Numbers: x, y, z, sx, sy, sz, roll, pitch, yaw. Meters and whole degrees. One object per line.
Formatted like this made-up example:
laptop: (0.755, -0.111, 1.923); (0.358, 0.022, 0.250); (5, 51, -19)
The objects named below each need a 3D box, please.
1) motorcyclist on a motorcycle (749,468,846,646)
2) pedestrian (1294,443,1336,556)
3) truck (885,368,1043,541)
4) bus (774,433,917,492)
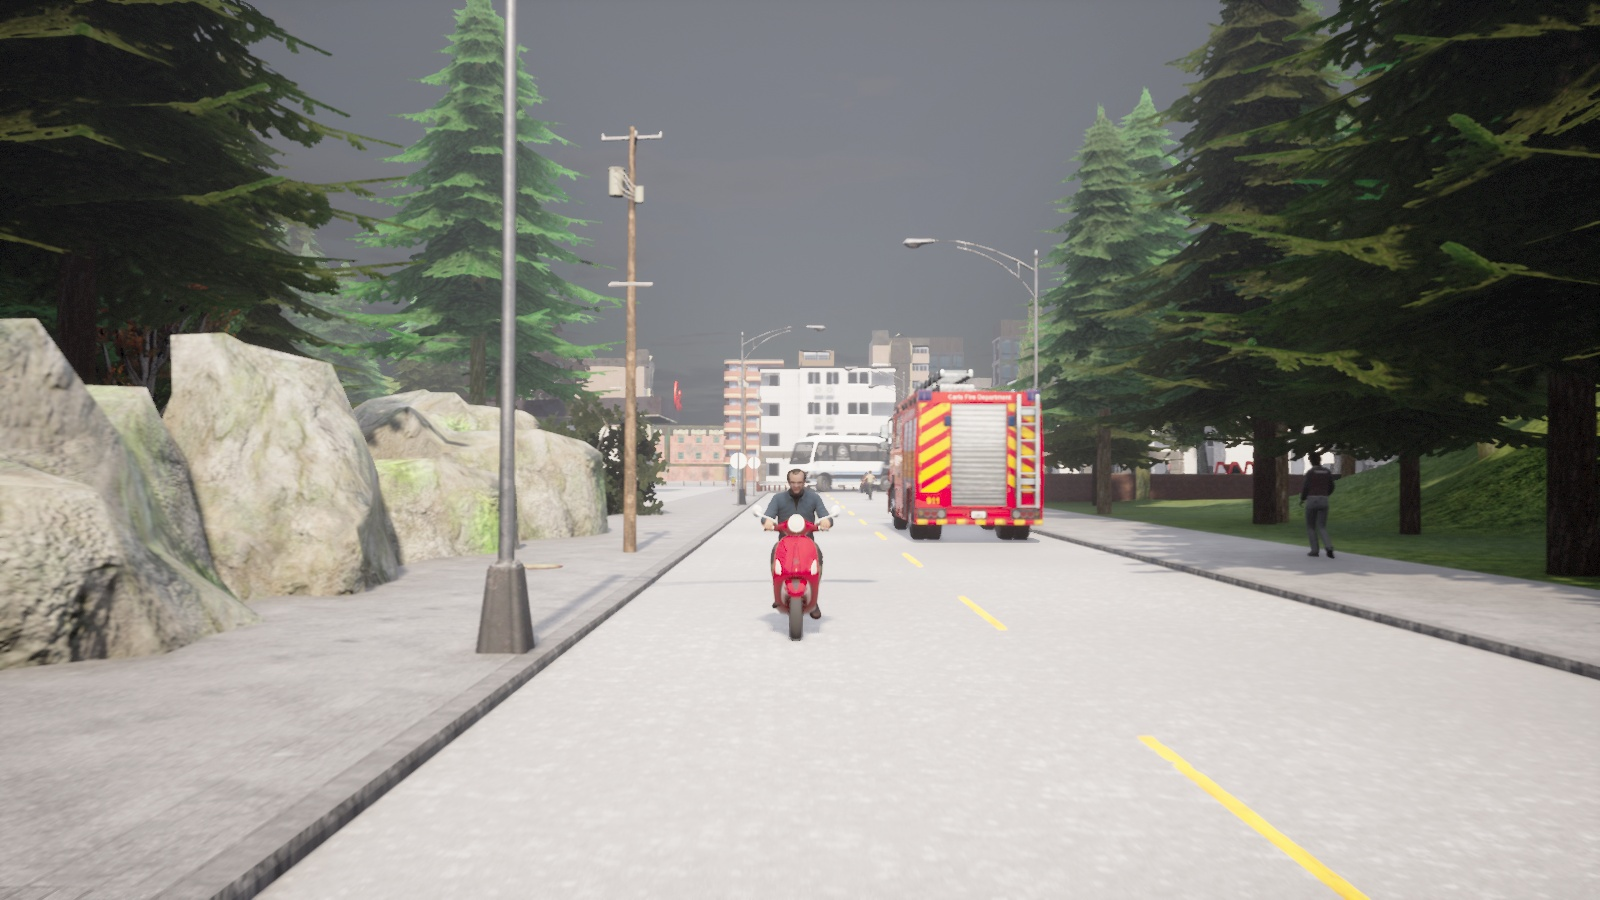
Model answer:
motorcyclist on a motorcycle: (-0.029, 0.972, 12.190); (0.866, 1.590, 1.817); (0, -1, 0)
pedestrian: (8.949, 0.854, 21.834); (0.402, 1.930, 0.666); (0, -1, -4)
truck: (3.921, 0.171, 32.119); (2.891, 3.827, 8.468); (0, -1, 0)
bus: (3.513, 1.015, 94.912); (10.273, 4.253, 3.944); (0, -2, -31)
